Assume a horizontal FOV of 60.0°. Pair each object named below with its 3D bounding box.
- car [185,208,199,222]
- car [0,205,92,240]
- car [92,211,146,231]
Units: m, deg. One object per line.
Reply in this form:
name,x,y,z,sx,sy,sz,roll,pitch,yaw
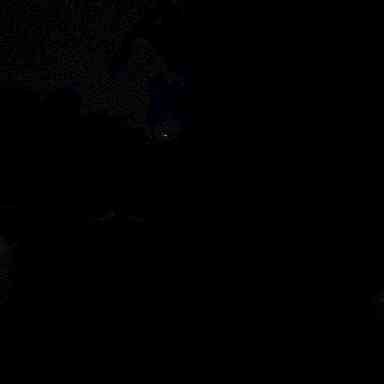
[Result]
car,1.056,2.198,32.562,1.947,1.339,4.313,-1,-2,36
car,-8.653,1.642,19.060,2.192,1.841,5.009,-1,-2,36
car,-5.317,1.957,23.695,1.752,1.417,4.829,-1,-2,36
